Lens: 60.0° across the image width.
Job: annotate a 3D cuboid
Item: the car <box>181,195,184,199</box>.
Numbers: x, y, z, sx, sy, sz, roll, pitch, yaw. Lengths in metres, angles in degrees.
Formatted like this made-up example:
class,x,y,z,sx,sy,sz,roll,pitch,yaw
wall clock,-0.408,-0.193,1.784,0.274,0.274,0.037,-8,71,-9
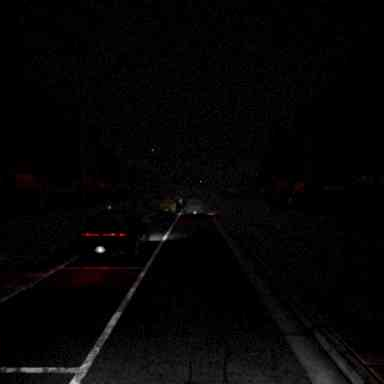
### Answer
class,x,y,z,sx,sy,sz,roll,pitch,yaw
car,-2.291,1.262,50.188,1.967,1.590,4.097,-1,0,0

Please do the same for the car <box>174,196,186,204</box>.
class,x,y,z,sx,sy,sz,roll,pitch,yaw
car,-2.207,1.384,61.082,2.008,1.369,4.403,-2,0,0

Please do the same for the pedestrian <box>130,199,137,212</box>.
class,x,y,z,sx,sy,sz,roll,pitch,yaw
pedestrian,-2.645,1.197,15.071,0.375,1.860,0.375,1,2,0

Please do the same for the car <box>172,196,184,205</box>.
class,x,y,z,sx,sy,sz,roll,pitch,yaw
car,-2.244,1.408,55.631,1.802,1.307,4.206,-1,0,1

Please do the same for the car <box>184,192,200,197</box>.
class,x,y,z,sx,sy,sz,roll,pitch,yaw
car,0.391,1.176,44.271,2.097,1.767,4.553,0,0,1

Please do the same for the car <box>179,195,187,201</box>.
class,x,y,z,sx,sy,sz,roll,pitch,yaw
car,-2.084,1.453,77.425,1.802,1.307,4.206,-2,0,0

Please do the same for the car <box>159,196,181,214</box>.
class,x,y,z,sx,sy,sz,roll,pitch,yaw
car,-2.412,1.360,33.677,1.752,1.417,4.829,-1,0,0

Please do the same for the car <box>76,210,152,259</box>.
class,x,y,z,sx,sy,sz,roll,pitch,yaw
car,-2.668,1.424,12.145,1.837,1.490,4.892,0,0,0

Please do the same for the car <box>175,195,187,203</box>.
class,x,y,z,sx,sy,sz,roll,pitch,yaw
car,-2.166,1.394,66.531,2.008,1.369,4.403,-2,0,0

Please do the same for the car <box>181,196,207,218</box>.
class,x,y,z,sx,sy,sz,roll,pitch,yaw
car,0.269,1.378,28.281,1.812,1.442,4.674,0,0,1
